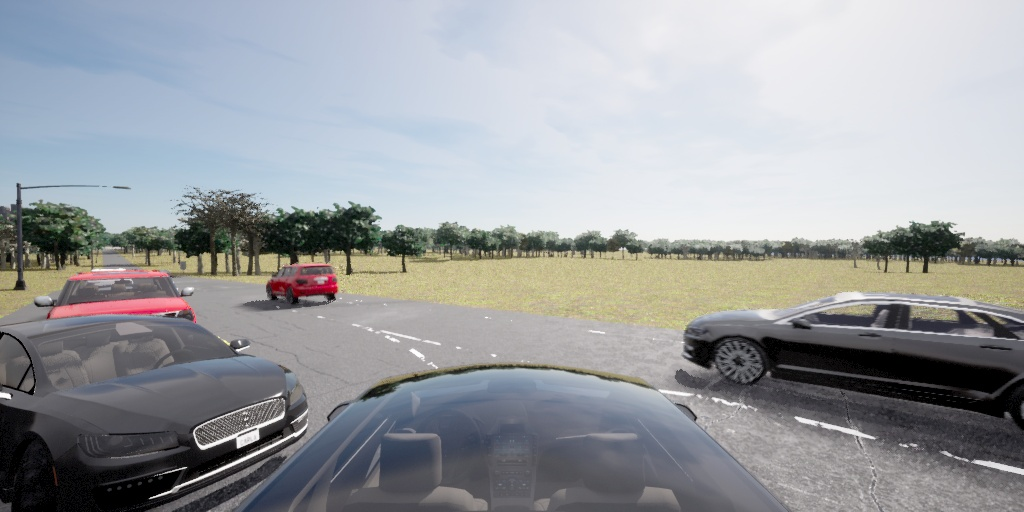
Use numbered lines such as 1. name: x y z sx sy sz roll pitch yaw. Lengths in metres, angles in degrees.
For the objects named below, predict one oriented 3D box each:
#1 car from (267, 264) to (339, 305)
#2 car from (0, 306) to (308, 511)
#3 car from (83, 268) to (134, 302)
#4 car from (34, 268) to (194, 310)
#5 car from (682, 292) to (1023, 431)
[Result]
1. car: -11.731 1.485 19.977 5.566 2.045 2.150 -2 0 41
2. car: -4.540 1.445 3.996 4.892 1.490 1.837 -3 -3 21
3. car: -27.924 1.886 24.854 5.566 2.045 2.150 -2 0 41
4. car: -9.426 1.384 8.668 5.566 2.045 2.150 -2 0 41
5. car: 5.192 1.279 5.222 4.902 1.511 2.128 0 -1 41
